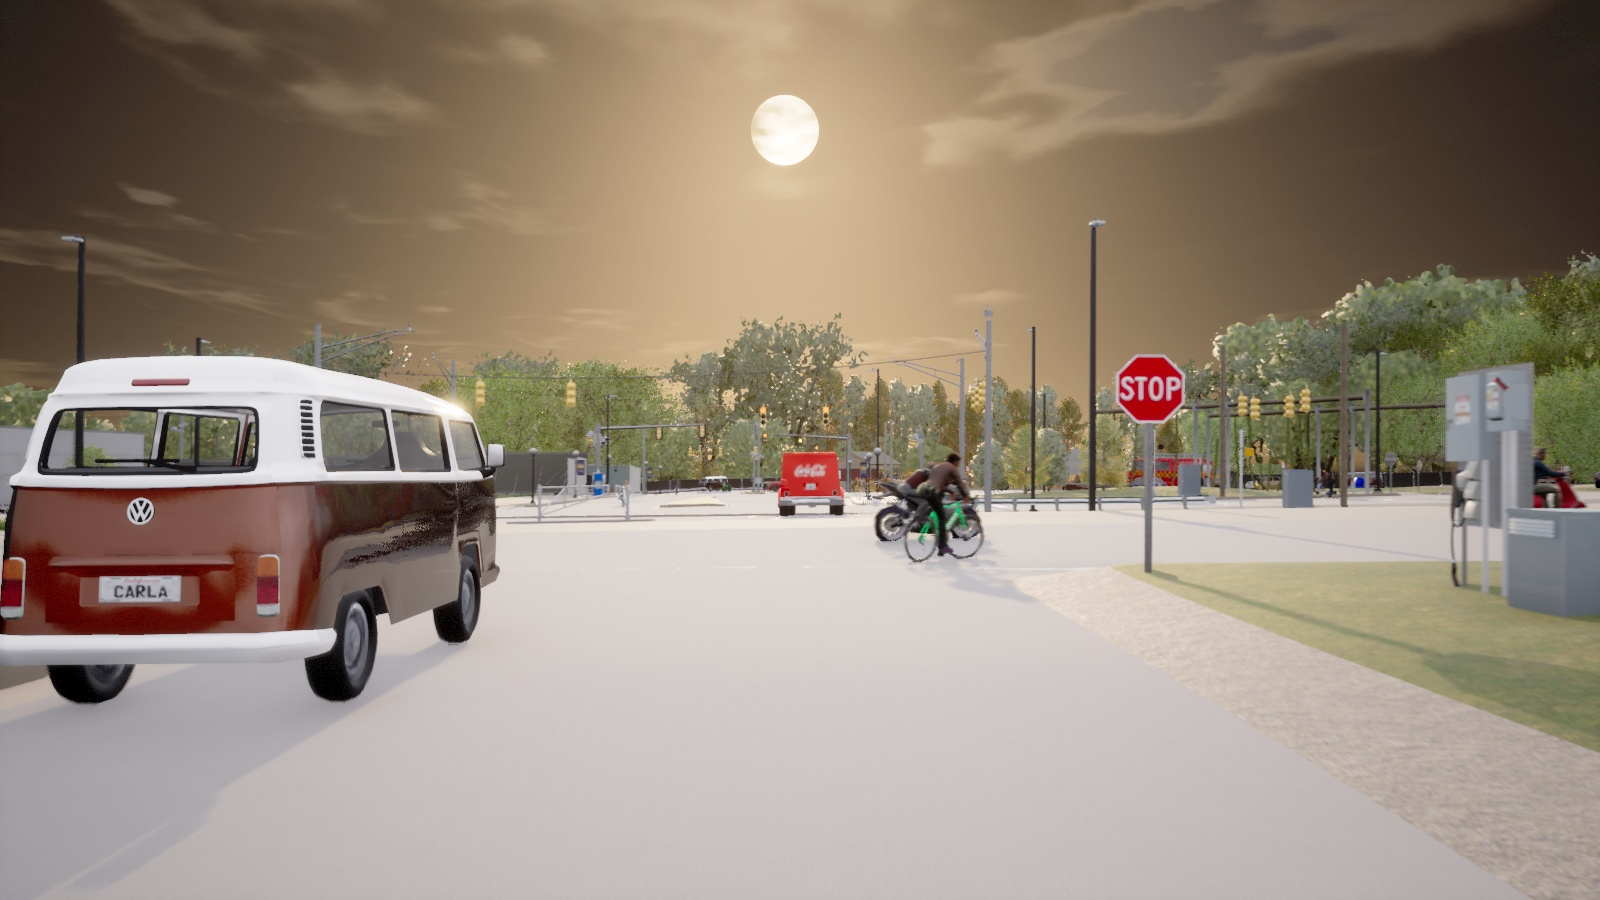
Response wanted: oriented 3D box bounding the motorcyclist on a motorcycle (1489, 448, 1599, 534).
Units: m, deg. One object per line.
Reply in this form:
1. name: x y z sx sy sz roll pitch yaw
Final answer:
1. motorcyclist on a motorcycle: 14.352 0.769 24.040 1.817 1.590 0.866 -1 -1 0

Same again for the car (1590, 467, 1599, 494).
1. car: 46.173 1.633 68.470 2.163 1.488 4.792 0 -1 -44

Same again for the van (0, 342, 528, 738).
1. van: -3.437 0.494 8.759 2.069 2.038 4.480 -1 -1 0

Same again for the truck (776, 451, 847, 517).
1. truck: 0.484 1.395 50.042 2.627 2.467 5.204 -1 -3 1

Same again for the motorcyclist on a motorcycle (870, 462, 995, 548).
1. motorcyclist on a motorcycle: 2.503 1.006 23.751 2.191 1.530 0.866 0 1 -21

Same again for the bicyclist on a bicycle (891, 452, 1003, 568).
1. bicyclist on a bicycle: 2.180 0.858 18.550 1.656 1.620 0.582 1 2 -39
